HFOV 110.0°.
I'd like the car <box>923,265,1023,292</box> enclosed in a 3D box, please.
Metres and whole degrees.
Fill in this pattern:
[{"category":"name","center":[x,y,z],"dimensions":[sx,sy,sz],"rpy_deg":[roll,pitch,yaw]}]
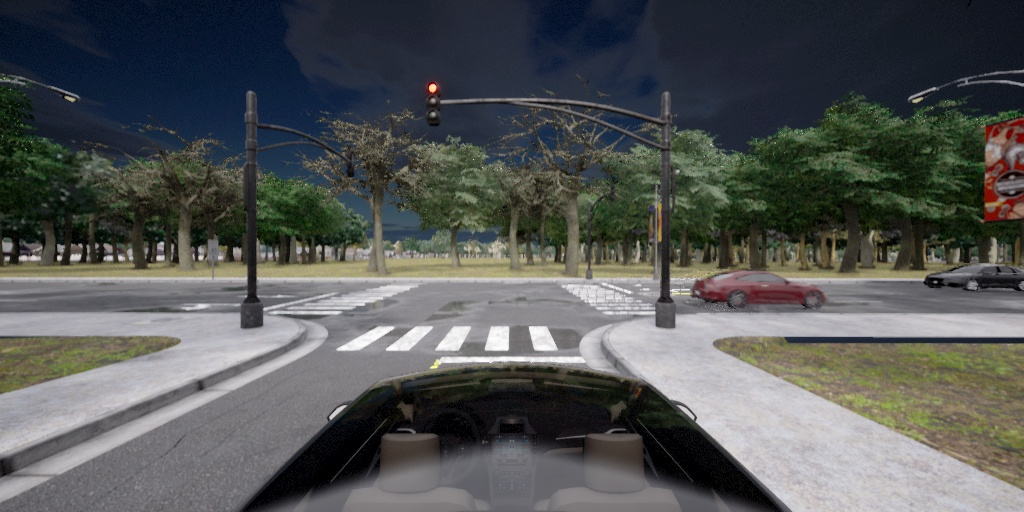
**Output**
[{"category":"car","center":[26.753,1.247,20.597],"dimensions":[4.892,1.490,1.837],"rpy_deg":[0,0,0]}]

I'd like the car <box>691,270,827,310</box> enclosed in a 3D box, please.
[{"category":"car","center":[9.514,1.267,14.009],"dimensions":[4.674,1.442,1.812],"rpy_deg":[0,0,-1]}]
